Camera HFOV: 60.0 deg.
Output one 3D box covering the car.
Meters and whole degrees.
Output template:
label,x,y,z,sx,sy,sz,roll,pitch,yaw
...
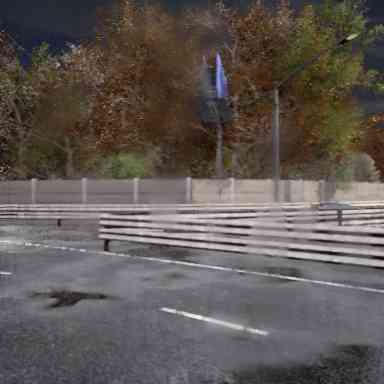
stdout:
label,x,y,z,sx,sy,sz,roll,pitch,yaw
car,8.047,1.369,19.878,5.008,1.535,1.882,0,0,-21
